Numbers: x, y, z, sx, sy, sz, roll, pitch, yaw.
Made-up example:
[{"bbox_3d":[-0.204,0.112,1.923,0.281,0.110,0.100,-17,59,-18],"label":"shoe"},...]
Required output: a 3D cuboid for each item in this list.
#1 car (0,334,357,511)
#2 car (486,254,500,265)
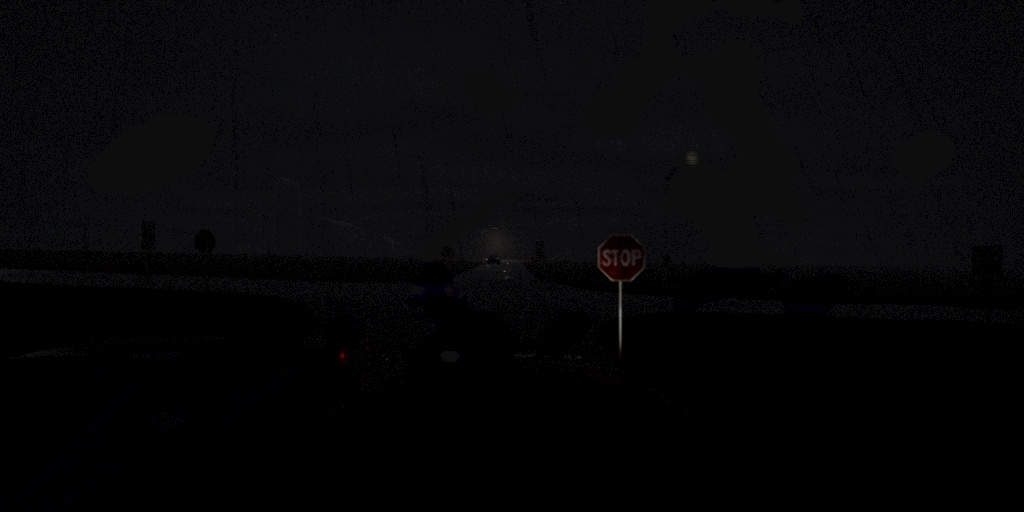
[{"bbox_3d":[-2.751,1.309,2.379,1.994,1.385,4.181,0,1,0],"label":"car"},{"bbox_3d":[-2.859,0.417,55.054,2.097,1.767,4.553,0,0,0],"label":"car"}]
